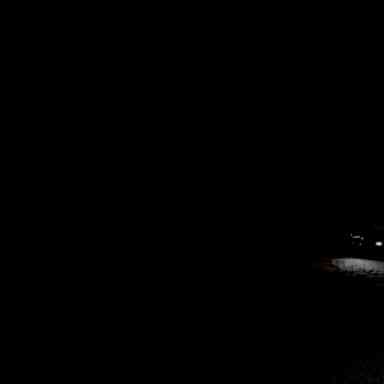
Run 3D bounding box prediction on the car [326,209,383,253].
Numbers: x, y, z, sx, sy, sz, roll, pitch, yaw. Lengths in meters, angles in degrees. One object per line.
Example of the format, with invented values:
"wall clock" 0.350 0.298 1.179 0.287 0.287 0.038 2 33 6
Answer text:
"car" 6.810 1.505 13.648 1.837 1.490 4.892 1 0 11
